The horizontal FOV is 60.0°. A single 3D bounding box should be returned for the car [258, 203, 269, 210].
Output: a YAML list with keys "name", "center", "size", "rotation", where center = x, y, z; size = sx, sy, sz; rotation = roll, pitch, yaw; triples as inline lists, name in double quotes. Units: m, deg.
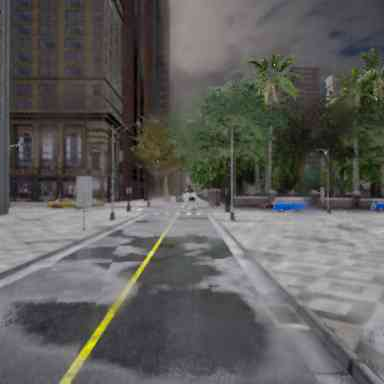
- name: "car"
  center: [11.901, 1.969, 48.881]
  size: [4.206, 1.307, 1.802]
  rotation: [1, -1, 0]

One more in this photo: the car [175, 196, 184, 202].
- name: "car"
  center: [-3.000, 1.677, 82.581]
  size: [2.097, 1.767, 4.553]
  rotation: [0, 0, 0]

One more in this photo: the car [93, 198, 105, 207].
- name: "car"
  center: [-15.354, 1.463, 48.989]
  size: [4.829, 1.417, 1.752]
  rotation: [1, -1, 0]

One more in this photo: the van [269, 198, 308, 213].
- name: "van"
  center: [11.884, 1.659, 40.363]
  size: [3.998, 1.788, 1.690]
  rotation: [1, -1, 0]

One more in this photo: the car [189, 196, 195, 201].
- name: "car"
  center: [0.000, 1.872, 90.359]
  size: [1.837, 1.490, 4.892]
  rotation: [0, 0, 0]

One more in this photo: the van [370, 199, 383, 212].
- name: "van"
  center: [28.475, 2.002, 48.823]
  size: [3.998, 1.788, 1.690]
  rotation: [1, -1, 0]

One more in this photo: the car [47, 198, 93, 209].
- name: "car"
  center: [-15.037, 1.399, 40.463]
  size: [4.829, 1.417, 1.752]
  rotation: [1, -1, 0]
